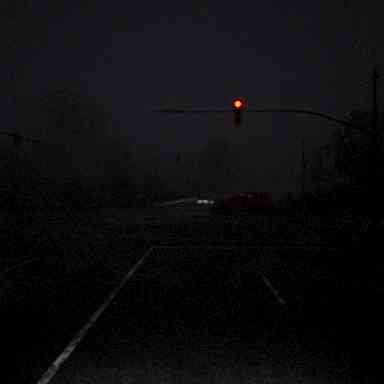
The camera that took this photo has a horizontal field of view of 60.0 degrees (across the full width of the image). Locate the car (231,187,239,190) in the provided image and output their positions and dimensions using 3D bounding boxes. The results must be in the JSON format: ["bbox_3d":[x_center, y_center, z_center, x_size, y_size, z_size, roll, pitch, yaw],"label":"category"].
[{"bbox_3d":[9.472,-0.363,74.134,1.837,1.490,4.892,0,4,28],"label":"car"}]

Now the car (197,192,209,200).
[{"bbox_3d":[2.662,0.633,60.115,2.033,1.411,5.357,0,3,22],"label":"car"}]

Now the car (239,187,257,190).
[{"bbox_3d":[12.780,-0.347,72.882,2.033,1.411,5.357,0,4,28],"label":"car"}]

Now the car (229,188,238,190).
[{"bbox_3d":[6.020,0.577,58.948,2.128,1.511,4.902,0,3,22],"label":"car"}]

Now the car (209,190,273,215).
[{"bbox_3d":[4.623,1.043,30.566,5.566,2.045,2.150,0,0,3],"label":"car"}]
